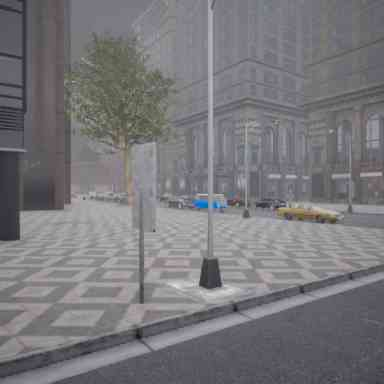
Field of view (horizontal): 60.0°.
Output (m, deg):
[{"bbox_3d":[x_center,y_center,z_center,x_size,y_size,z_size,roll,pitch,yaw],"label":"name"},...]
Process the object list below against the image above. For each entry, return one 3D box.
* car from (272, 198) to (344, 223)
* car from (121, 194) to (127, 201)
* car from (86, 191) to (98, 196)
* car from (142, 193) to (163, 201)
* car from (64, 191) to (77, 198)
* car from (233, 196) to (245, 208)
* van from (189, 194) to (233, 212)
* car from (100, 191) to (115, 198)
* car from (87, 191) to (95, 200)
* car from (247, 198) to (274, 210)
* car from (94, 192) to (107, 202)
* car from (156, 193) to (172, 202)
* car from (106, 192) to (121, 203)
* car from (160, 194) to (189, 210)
[{"bbox_3d":[8.348,1.398,23.794,1.752,1.417,4.829,1,0,-35],"label":"car"},{"bbox_3d":[-7.761,1.050,46.813,1.752,1.417,4.829,1,0,-35],"label":"car"},{"bbox_3d":[-26.647,0.470,88.658,1.802,1.307,4.206,1,0,-35],"label":"car"},{"bbox_3d":[-7.321,0.909,61.050,2.008,1.369,4.403,1,0,-35],"label":"car"},{"bbox_3d":[-27.184,0.482,74.563,1.967,1.590,4.097,1,0,-35],"label":"car"},{"bbox_3d":[5.566,1.223,42.640,1.887,1.381,4.507,1,0,-35],"label":"car"},{"bbox_3d":[1.809,1.090,33.142,1.690,1.788,3.998,1,0,-35],"label":"van"},{"bbox_3d":[-20.204,0.586,79.455,1.887,1.381,4.507,1,0,-35],"label":"car"},{"bbox_3d":[-17.522,0.829,60.758,2.008,1.369,4.403,1,0,-35],"label":"car"},{"bbox_3d":[8.786,1.314,38.038,1.947,1.339,4.313,1,0,-35],"label":"car"},{"bbox_3d":[-14.301,0.910,56.156,2.008,1.369,4.403,1,0,-35],"label":"car"},{"bbox_3d":[-4.097,0.880,56.448,1.967,1.590,4.097,1,0,-35],"label":"car"},{"bbox_3d":[-11.079,0.991,51.554,2.008,1.369,4.403,1,0,-35],"label":"car"},{"bbox_3d":[-1.415,1.230,37.744,2.008,1.369,4.403,1,0,-35],"label":"car"}]
